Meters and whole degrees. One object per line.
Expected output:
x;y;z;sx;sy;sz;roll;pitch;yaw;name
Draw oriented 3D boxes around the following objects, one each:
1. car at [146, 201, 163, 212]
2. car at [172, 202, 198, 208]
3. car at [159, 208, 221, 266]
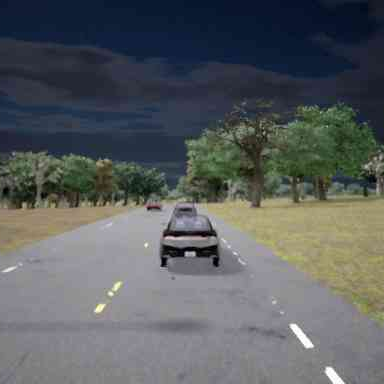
-4.782;1.830;42.547;1.895;1.301;4.718;0;-1;-2;car
-0.569;1.583;27.104;1.837;1.490;4.892;0;0;-2;car
-0.092;1.524;11.697;2.128;1.511;4.902;0;0;-1;car
